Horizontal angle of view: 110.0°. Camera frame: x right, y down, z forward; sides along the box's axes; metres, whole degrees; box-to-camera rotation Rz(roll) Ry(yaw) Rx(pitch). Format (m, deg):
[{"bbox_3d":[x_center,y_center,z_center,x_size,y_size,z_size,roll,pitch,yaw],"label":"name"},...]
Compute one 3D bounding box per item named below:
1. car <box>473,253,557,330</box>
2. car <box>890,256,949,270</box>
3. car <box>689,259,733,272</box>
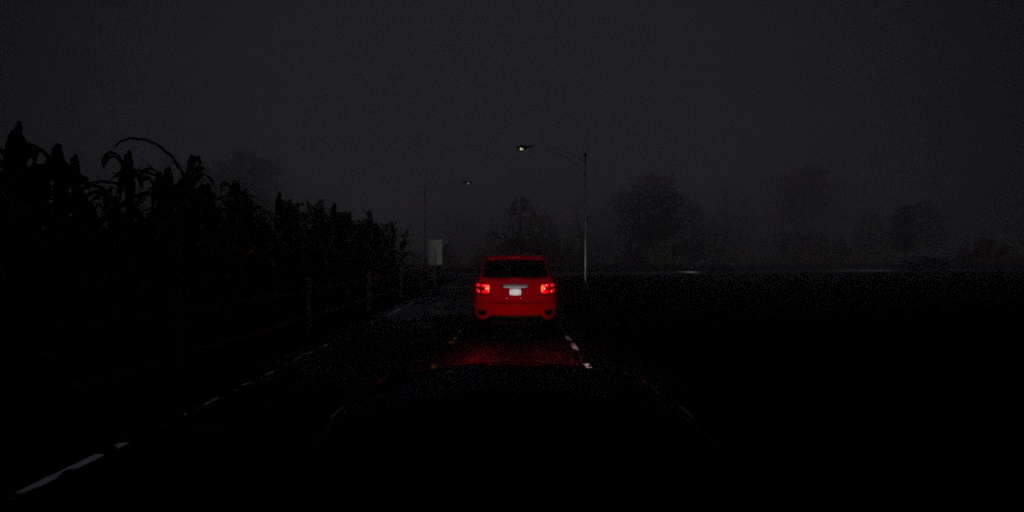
[{"bbox_3d":[0.075,0.943,11.197,2.150,2.045,5.566,0,0,0],"label":"car"},{"bbox_3d":[43.897,0.734,38.723,4.902,1.511,2.128,0,0,1],"label":"car"},{"bbox_3d":[21.568,1.003,38.982,4.181,1.385,1.994,-1,0,1],"label":"car"}]
